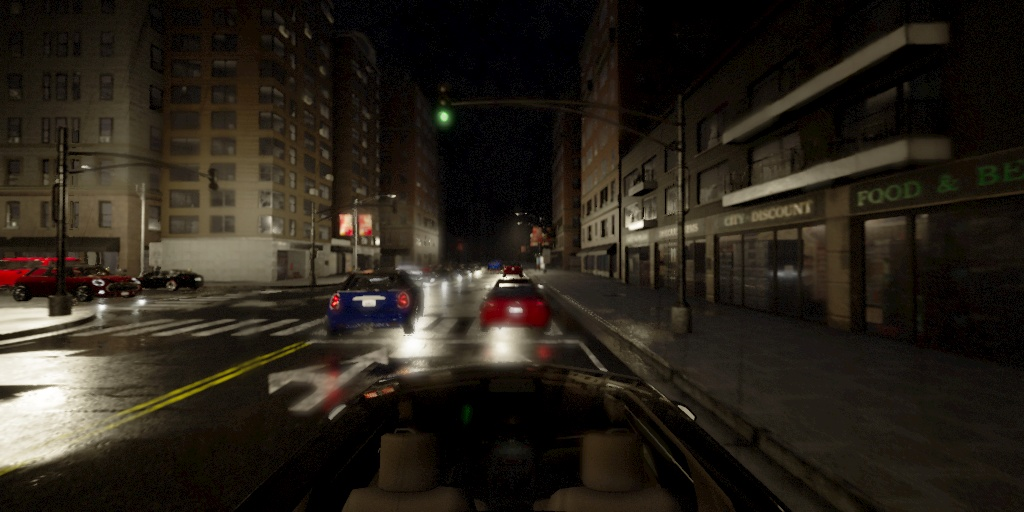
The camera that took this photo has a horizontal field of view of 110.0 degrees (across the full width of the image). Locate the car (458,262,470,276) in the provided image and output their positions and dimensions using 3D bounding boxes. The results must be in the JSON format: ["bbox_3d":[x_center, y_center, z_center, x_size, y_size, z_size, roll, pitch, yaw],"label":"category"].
[{"bbox_3d":[-6.588,1.606,42.795,1.837,1.490,4.892,0,0,0],"label":"car"}]

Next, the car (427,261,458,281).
[{"bbox_3d":[-6.599,1.527,33.683,1.837,1.490,4.892,0,0,0],"label":"car"}]

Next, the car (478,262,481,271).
[{"bbox_3d":[-6.504,1.785,62.810,1.837,1.490,4.892,0,-1,0],"label":"car"}]

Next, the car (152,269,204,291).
[{"bbox_3d":[-22.150,1.514,22.856,4.313,1.339,1.948,0,0,0],"label":"car"}]

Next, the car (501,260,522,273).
[{"bbox_3d":[0.098,1.434,40.541,2.097,1.767,4.553,0,0,0],"label":"car"}]

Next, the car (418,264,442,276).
[{"bbox_3d":[-9.835,1.707,43.360,1.895,1.301,4.718,0,-1,0],"label":"car"}]

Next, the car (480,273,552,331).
[{"bbox_3d":[0.099,1.395,11.296,1.994,1.385,4.181,0,0,0],"label":"car"}]

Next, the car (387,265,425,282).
[{"bbox_3d":[-9.853,1.570,33.770,2.033,1.411,5.357,0,0,0],"label":"car"}]

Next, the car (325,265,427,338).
[{"bbox_3d":[-3.817,1.176,10.717,2.097,1.767,4.553,0,-1,-10],"label":"car"}]

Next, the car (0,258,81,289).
[{"bbox_3d":[-27.609,1.134,20.380,5.566,2.045,2.150,0,-1,0],"label":"car"}]

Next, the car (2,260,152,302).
[{"bbox_3d":[-20.794,1.226,17.307,4.553,1.767,2.097,0,-1,2],"label":"car"}]

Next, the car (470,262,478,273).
[{"bbox_3d":[-6.521,1.695,52.778,1.837,1.490,4.892,0,-1,1],"label":"car"}]

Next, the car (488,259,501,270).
[{"bbox_3d":[-3.253,1.770,64.270,1.882,1.535,5.008,0,-1,0],"label":"car"}]
